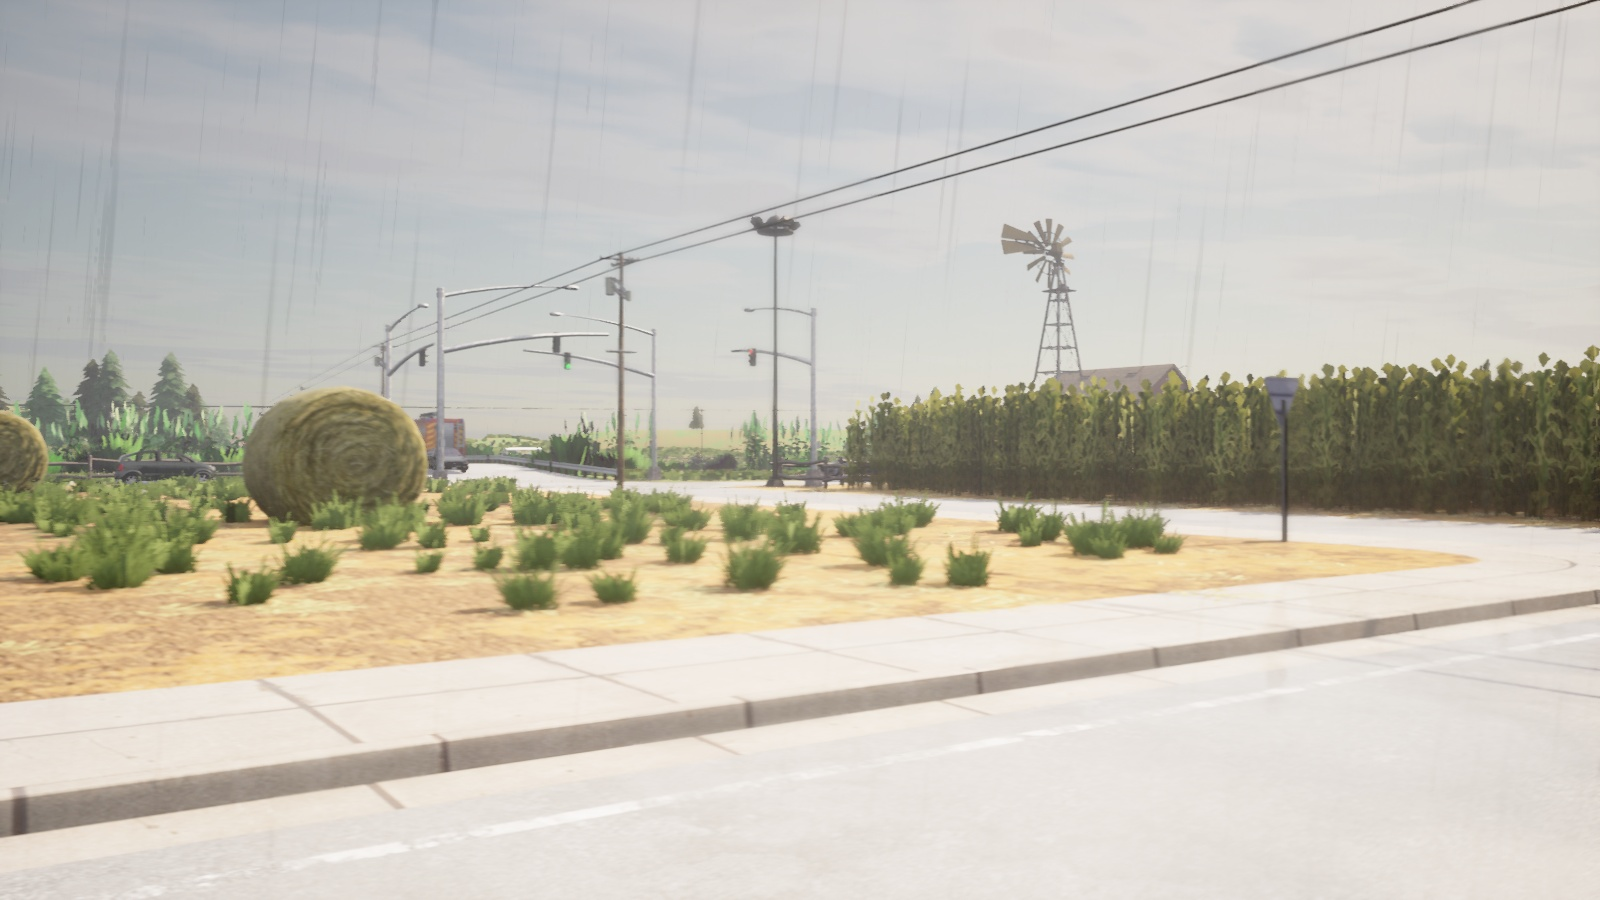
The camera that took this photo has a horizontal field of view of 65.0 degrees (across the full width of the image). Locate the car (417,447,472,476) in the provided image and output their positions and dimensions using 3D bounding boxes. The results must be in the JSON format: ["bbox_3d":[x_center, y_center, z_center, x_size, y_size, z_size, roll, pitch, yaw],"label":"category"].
[{"bbox_3d":[-21.120,0.652,74.461,2.033,1.411,5.357,0,3,-28],"label":"car"}]

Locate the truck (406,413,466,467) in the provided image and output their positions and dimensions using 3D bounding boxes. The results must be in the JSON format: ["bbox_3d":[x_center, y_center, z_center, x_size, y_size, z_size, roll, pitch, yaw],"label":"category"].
[{"bbox_3d":[-27.572,-0.689,94.892,2.891,3.827,8.468,-1,-1,-26],"label":"truck"}]

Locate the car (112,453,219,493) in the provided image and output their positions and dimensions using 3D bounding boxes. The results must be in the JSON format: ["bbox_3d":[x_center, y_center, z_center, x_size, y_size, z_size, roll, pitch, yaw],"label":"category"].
[{"bbox_3d":[-25.468,0.893,50.429,3.705,1.549,1.789,0,0,-31],"label":"car"}]

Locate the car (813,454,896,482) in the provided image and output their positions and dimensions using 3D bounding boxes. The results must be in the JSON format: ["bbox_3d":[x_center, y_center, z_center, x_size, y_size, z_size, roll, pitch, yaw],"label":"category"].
[{"bbox_3d":[2.961,0.945,67.738,4.193,1.474,1.816,0,0,-34],"label":"car"}]
